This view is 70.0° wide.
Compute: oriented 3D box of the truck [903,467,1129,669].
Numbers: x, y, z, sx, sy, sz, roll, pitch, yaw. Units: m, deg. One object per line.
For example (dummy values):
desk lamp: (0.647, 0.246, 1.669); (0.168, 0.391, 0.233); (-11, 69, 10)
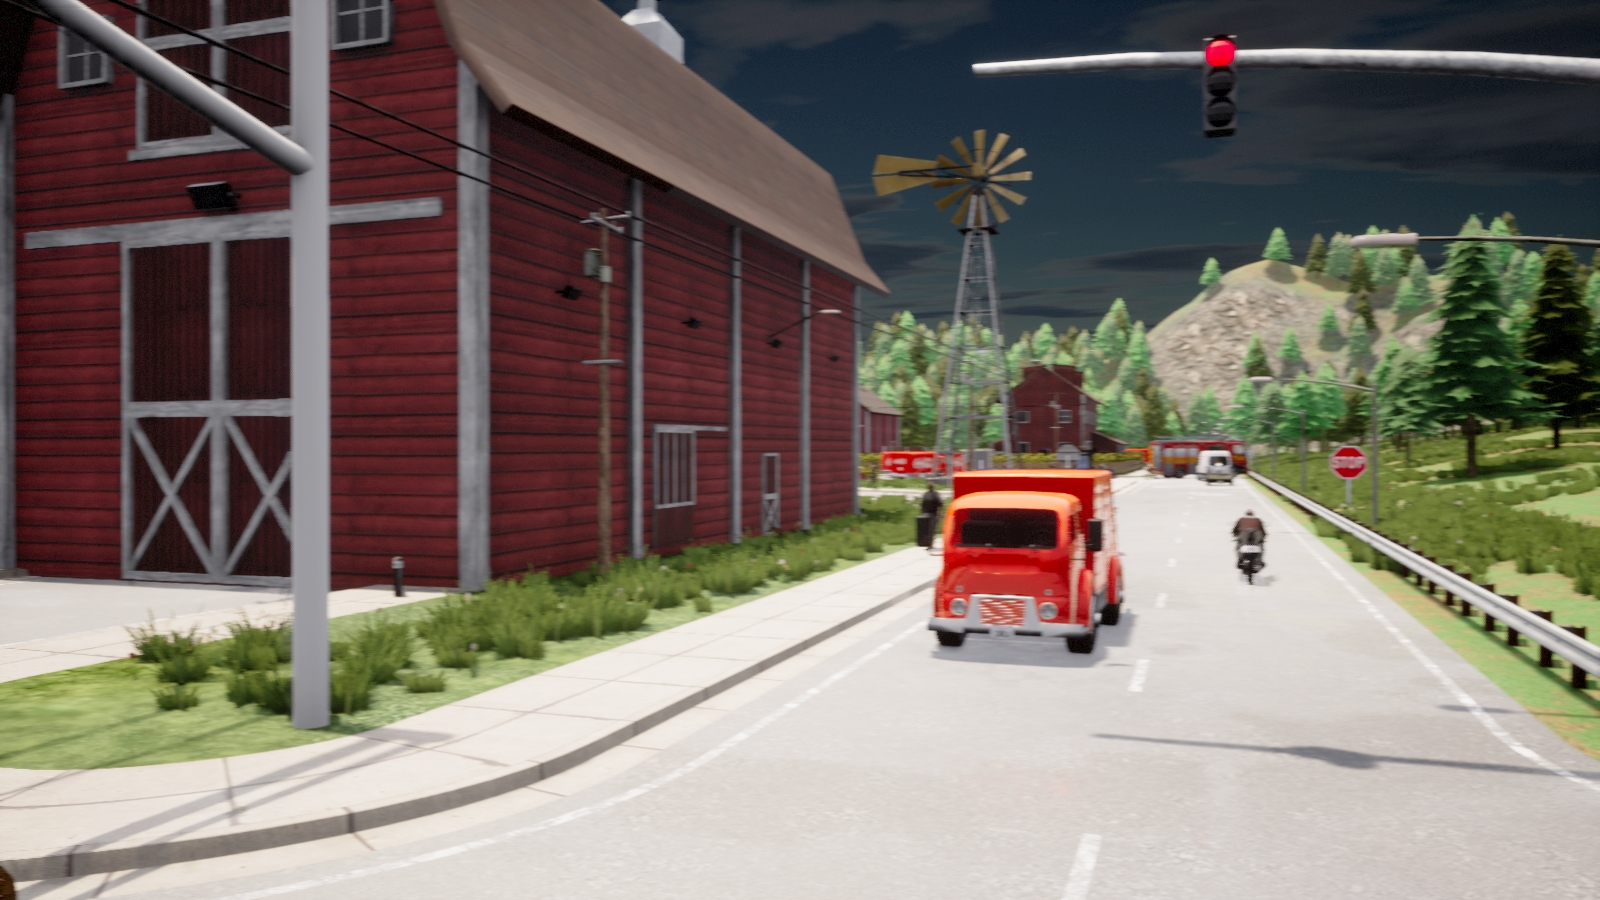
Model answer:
truck: (3.478, 1.532, 17.312); (2.627, 2.467, 5.204); (0, 0, 19)

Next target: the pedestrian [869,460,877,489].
pedestrian: (4.687, 1.566, 73.537); (0.375, 1.860, 0.375); (0, 0, 38)

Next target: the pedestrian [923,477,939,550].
pedestrian: (3.385, 1.640, 29.512); (0.375, 1.860, 0.375); (0, 0, 15)
